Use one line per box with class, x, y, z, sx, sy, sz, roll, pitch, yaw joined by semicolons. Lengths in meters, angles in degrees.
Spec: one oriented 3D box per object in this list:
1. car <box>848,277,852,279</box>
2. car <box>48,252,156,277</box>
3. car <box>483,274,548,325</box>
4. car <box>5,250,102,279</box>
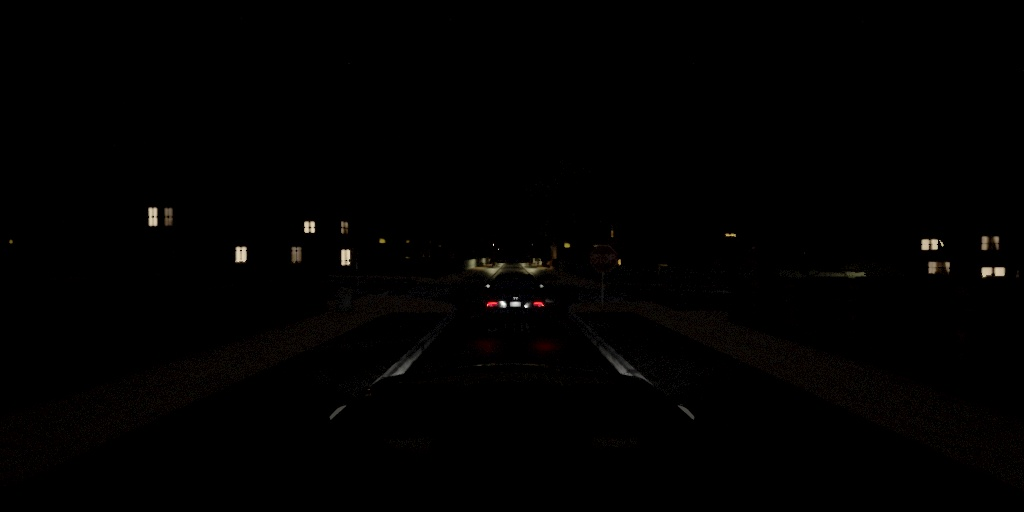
car;20.575;1.911;21.095;4.181;1.385;1.994;2;1;0
car;-19.419;0.774;17.925;4.892;1.490;1.837;2;1;0
car;0.093;1.291;11.745;2.033;1.411;5.357;0;0;0
car;-26.200;0.403;20.839;4.553;1.767;2.097;1;1;0
